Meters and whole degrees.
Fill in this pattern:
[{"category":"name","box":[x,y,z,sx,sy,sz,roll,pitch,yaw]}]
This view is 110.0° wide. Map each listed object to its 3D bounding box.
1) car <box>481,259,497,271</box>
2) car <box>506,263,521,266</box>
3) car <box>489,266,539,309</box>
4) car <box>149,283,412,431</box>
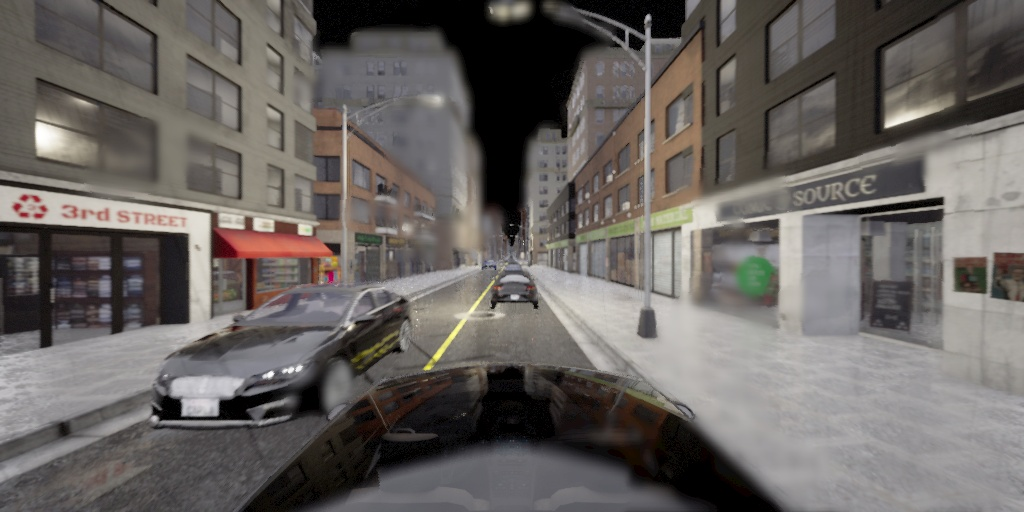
[{"category":"car","box":[-2.996,1.131,47.945,1.882,1.535,5.008,0,0,0]},{"category":"car","box":[0.103,1.368,33.641,2.033,1.411,5.357,0,0,0]},{"category":"car","box":[0.098,1.306,15.110,1.812,1.442,4.674,0,0,0]},{"category":"car","box":[-3.099,1.251,6.018,2.128,1.511,4.902,0,0,0]}]
